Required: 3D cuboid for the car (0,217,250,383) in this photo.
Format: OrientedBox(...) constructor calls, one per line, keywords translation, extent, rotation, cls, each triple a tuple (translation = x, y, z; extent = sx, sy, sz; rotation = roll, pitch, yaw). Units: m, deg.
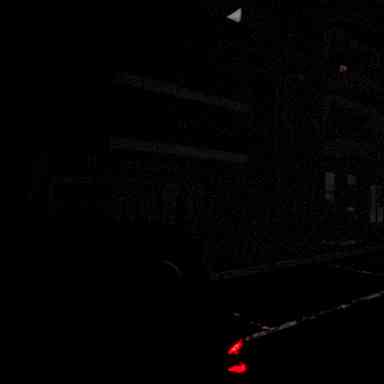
OrientedBox(translation=(-2.188, 1.219, 1.500), extent=(5.566, 2.045, 2.150), rotation=(1, 0, -35), cls="car")
